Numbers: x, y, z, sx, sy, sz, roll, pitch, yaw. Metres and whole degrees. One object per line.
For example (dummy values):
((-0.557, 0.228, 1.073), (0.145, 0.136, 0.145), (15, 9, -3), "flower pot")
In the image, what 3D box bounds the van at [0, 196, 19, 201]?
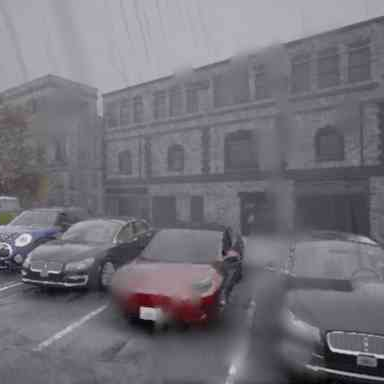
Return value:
((-9.553, 1.153, 14.125), (1.878, 1.987, 4.442), (1, 0, 15), "van")

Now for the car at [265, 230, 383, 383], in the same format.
((2.428, 1.478, 5.731), (2.231, 1.521, 4.892), (1, 0, 15), "car")

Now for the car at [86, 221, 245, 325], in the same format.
((0.023, 1.486, 7.398), (2.163, 1.488, 4.792), (1, 0, 15), "car")

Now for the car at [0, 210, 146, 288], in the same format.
((-2.358, 1.438, 9.135), (2.231, 1.521, 4.892), (1, 0, 15), "car")

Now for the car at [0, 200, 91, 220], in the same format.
((-4.736, 1.292, 10.862), (2.185, 1.767, 4.553), (1, 0, 15), "car")
